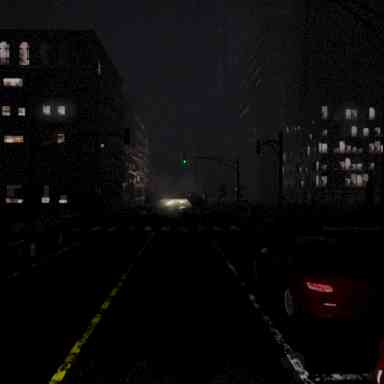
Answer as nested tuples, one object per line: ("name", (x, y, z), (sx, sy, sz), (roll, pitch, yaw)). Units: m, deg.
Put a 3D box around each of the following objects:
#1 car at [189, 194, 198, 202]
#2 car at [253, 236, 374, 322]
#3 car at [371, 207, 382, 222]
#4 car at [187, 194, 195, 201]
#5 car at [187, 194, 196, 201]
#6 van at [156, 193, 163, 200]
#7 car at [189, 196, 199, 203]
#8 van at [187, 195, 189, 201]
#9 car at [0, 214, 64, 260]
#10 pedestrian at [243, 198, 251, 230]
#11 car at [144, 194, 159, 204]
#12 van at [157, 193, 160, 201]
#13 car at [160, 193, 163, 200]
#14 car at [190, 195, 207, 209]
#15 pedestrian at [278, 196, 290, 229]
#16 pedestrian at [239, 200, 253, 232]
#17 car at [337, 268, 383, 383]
("car", (0.914, 1.399, 50.678), (1.967, 1.590, 4.097), (-1, 0, -2))
("car", (2.456, 1.579, 6.996), (1.802, 1.307, 4.206), (-1, 0, -2))
("car", (15.873, 1.689, 25.220), (4.403, 1.369, 2.008), (0, 1, -1))
("car", (-0.248, 1.338, 84.533), (1.967, 1.590, 4.097), (-1, 0, -2))
("car", (-0.059, 1.350, 78.890), (1.967, 1.590, 4.097), (-1, 0, -2))
("van", (-8.791, 1.225, 89.857), (1.690, 1.788, 3.998), (-1, 0, -2))
("car", (0.331, 1.477, 67.606), (1.887, 1.381, 4.507), (-1, 0, -2))
("van", (0.523, 1.283, 61.963), (1.690, 1.788, 3.998), (-1, 0, -2))
("car", (-6.111, 1.545, 12.248), (2.008, 1.369, 4.403), (-1, 0, -2))
("pedestrian", (3.193, 1.285, 19.440), (0.375, 1.860, 0.375), (-1, 1, -2))
("car", (-7.815, 1.507, 61.643), (1.947, 1.339, 4.313), (-1, 0, -2))
("van", (-8.013, 1.273, 67.285), (1.690, 1.788, 3.998), (-1, 0, -2))
("car", (-8.399, 1.455, 78.570), (1.887, 1.381, 4.507), (-1, 0, -2))
("car", (1.110, 1.511, 45.036), (1.887, 1.381, 4.507), (-1, 0, -2))
("pedestrian", (5.201, 1.136, 18.906), (0.375, 1.860, 0.375), (-1, 1, -2))
("pedestrian", (2.955, 1.286, 18.230), (0.375, 1.860, 0.375), (-1, 1, -2))
("car", (2.648, 1.544, 1.418), (1.887, 1.381, 4.507), (-1, 0, -2))
